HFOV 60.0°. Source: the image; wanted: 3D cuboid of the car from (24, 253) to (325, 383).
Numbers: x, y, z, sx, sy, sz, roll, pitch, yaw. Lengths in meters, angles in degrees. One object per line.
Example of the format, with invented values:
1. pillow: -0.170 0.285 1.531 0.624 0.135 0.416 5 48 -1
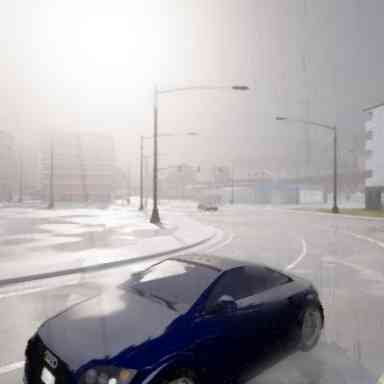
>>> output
1. car: 0.080 1.605 4.535 4.181 1.385 1.994 1 -1 -44

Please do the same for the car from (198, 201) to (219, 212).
1. car: 2.175 2.039 46.864 2.033 1.411 5.357 0 -1 -13
